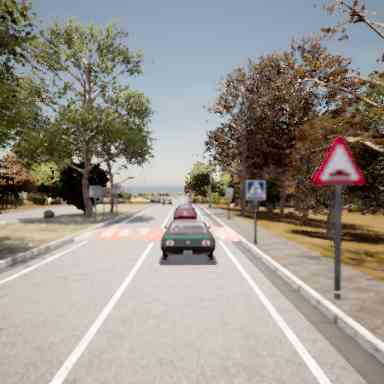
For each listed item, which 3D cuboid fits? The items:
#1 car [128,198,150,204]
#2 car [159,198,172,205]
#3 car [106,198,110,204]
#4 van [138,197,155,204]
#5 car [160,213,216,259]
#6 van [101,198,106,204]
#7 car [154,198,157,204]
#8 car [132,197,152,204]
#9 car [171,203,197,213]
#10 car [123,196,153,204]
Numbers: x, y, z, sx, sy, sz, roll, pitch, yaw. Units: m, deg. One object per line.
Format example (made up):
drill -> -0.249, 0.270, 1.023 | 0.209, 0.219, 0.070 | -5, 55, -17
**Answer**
car -> -12.198, 2.093, 76.612 | 4.892, 1.521, 2.231 | 0, -2, -1
car -> -4.824, 1.860, 65.236 | 2.128, 1.511, 4.902 | 0, -1, -1
car -> -25.599, 2.457, 90.337 | 4.553, 1.767, 2.185 | 0, -2, -1
van -> -12.738, 2.445, 93.250 | 4.442, 1.987, 1.878 | 0, -2, -1
car -> -0.166, 1.741, 13.277 | 1.895, 1.301, 4.718 | 0, 0, -1
van -> -25.676, 2.256, 87.570 | 4.442, 1.987, 1.878 | 0, -2, -1
car -> -12.379, 2.117, 84.935 | 5.566, 2.045, 2.435 | 0, -2, -1
car -> -12.367, 2.145, 82.160 | 4.553, 1.767, 2.185 | 0, -2, -1
car -> -0.567, 1.728, 28.620 | 1.994, 1.385, 4.181 | 0, 0, -1
car -> -11.935, 2.012, 73.850 | 5.366, 1.575, 1.946 | 0, -2, -1
